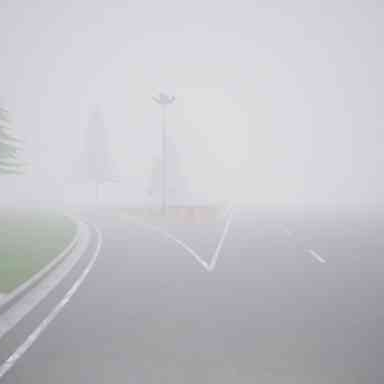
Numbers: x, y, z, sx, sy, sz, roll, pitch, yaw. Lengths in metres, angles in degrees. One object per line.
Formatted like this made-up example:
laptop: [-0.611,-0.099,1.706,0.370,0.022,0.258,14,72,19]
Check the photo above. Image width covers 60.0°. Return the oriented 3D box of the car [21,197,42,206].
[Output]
car: [-29.594,1.797,61.665,1.895,1.301,4.718,0,0,-41]

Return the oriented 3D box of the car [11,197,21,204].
car: [-36.190,1.761,69.151,1.895,1.301,4.718,0,0,-41]
